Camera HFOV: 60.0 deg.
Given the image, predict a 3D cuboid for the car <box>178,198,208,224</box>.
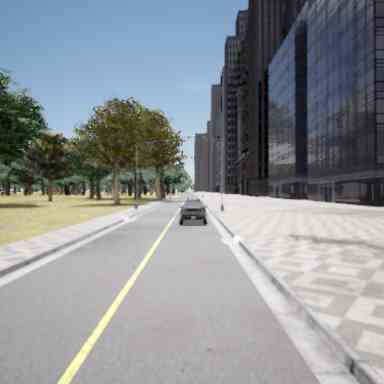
[{"bbox_3d":[0.093,1.401,24.007,1.837,1.490,4.892,0,0,0],"label":"car"}]
